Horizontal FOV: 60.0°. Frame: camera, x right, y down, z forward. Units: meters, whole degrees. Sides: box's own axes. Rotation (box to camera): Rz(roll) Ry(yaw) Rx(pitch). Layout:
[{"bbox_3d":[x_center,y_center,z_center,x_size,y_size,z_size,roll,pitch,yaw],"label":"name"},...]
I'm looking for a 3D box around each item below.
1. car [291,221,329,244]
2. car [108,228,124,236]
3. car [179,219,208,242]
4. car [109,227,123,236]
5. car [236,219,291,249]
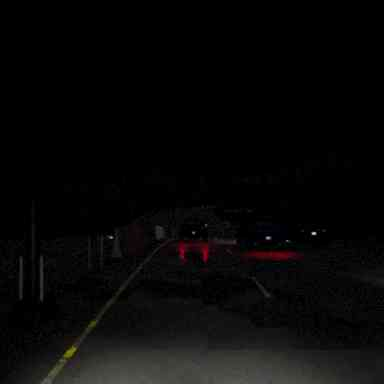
[{"bbox_3d":[7.105,2.573,21.378,1.994,1.385,4.181,0,-5,0],"label":"car"},{"bbox_3d":[-13.984,7.495,61.653,1.994,1.385,4.181,0,-7,0],"label":"car"},{"bbox_3d":[0.107,2.748,24.037,1.882,1.535,5.008,0,-6,0],"label":"car"},{"bbox_3d":[-10.514,5.981,50.289,1.882,1.535,5.008,0,-7,1],"label":"car"},{"bbox_3d":[3.605,2.217,18.205,1.882,1.535,5.008,0,-5,0],"label":"car"}]
